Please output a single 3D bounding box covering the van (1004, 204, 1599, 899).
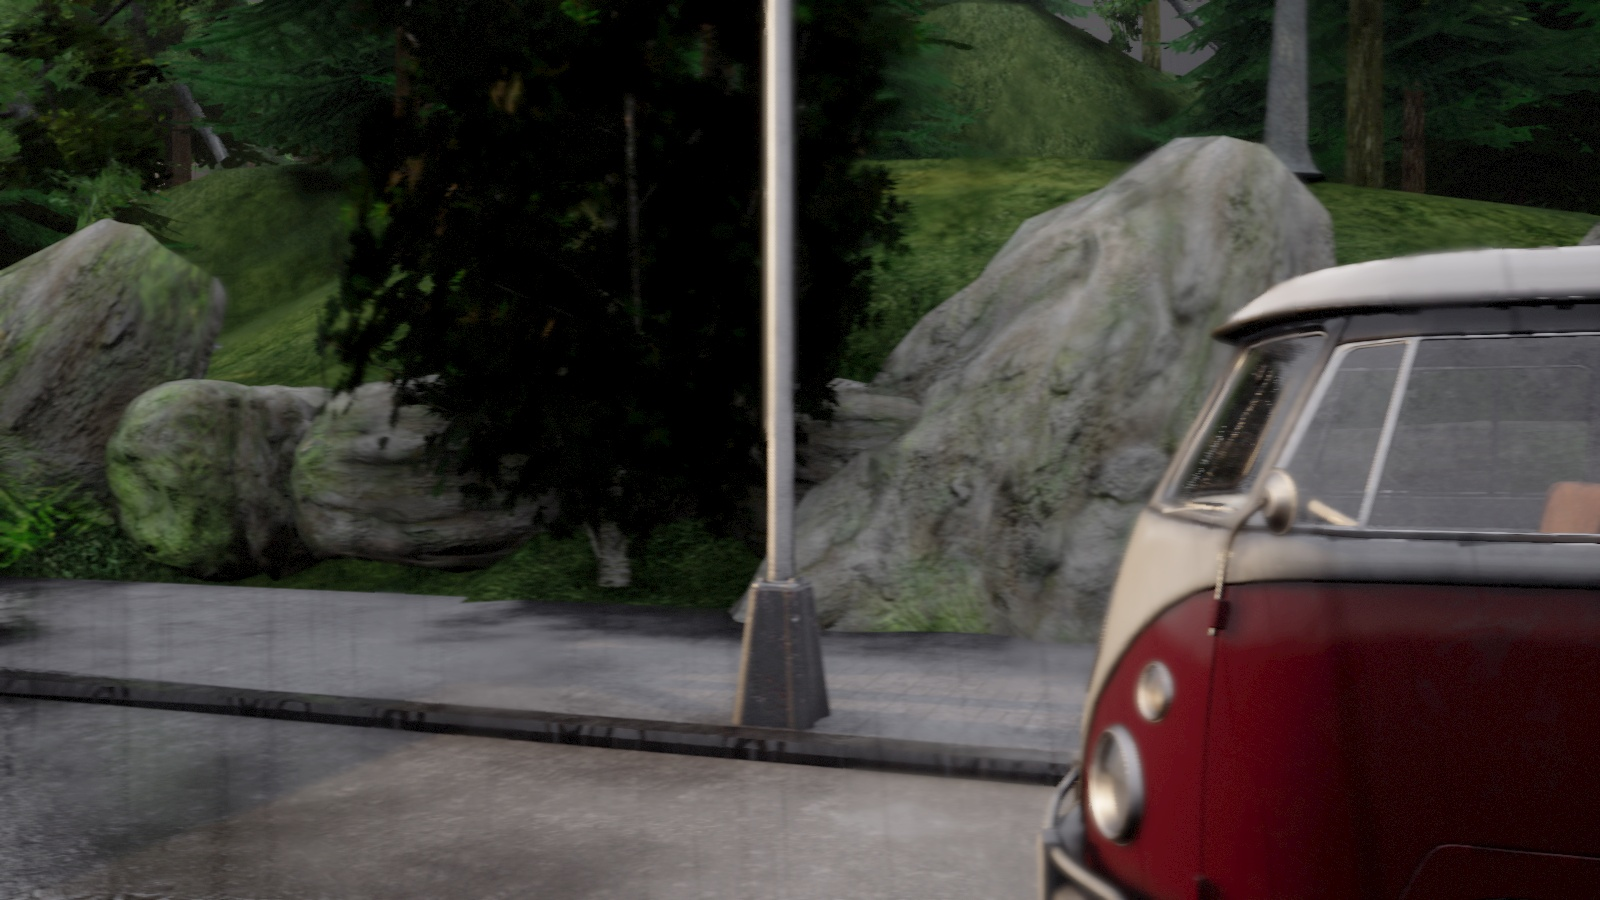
[{"bbox_3d":[2.819,0.546,2.769,4.442,1.987,1.775,1,1,19],"label":"van"}]
